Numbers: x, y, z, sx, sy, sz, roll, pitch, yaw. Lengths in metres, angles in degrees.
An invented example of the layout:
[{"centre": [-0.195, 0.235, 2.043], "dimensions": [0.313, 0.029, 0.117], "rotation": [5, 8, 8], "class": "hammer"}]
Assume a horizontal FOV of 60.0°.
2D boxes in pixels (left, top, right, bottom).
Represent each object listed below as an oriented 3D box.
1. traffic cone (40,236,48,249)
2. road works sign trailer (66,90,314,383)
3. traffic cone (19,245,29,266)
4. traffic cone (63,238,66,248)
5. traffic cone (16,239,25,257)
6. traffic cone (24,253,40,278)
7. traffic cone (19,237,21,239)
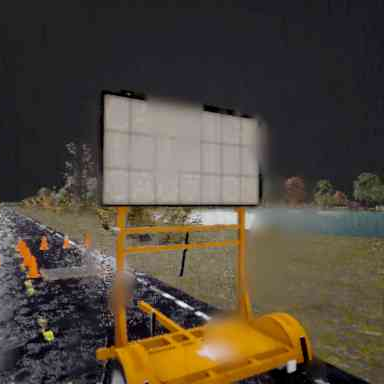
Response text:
[{"centre": [-6.923, 2.354, 15.571], "dimensions": [0.340, 0.580, 0.340], "rotation": [1, -2, -31], "class": "traffic cone"}, {"centre": [-0.145, 0.596, 4.514], "dimensions": [2.380, 3.560, 2.880], "rotation": [1, -2, -31], "class": "road works sign trailer"}, {"centre": [-5.746, 2.249, 11.621], "dimensions": [0.340, 0.580, 0.340], "rotation": [1, -2, -31], "class": "traffic cone"}, {"centre": [-6.062, 2.374, 16.080], "dimensions": [0.340, 0.580, 0.340], "rotation": [1, -2, -31], "class": "traffic cone"}, {"centre": [-6.765, 2.291, 13.342], "dimensions": [0.340, 0.580, 0.340], "rotation": [1, -2, -31], "class": "traffic cone"}, {"centre": [-4.728, 2.208, 9.900], "dimensions": [0.340, 0.580, 0.340], "rotation": [1, -2, -31], "class": "traffic cone"}, {"centre": [-7.784, 2.333, 15.062], "dimensions": [0.340, 0.580, 0.340], "rotation": [1, -2, -31], "class": "traffic cone"}]
